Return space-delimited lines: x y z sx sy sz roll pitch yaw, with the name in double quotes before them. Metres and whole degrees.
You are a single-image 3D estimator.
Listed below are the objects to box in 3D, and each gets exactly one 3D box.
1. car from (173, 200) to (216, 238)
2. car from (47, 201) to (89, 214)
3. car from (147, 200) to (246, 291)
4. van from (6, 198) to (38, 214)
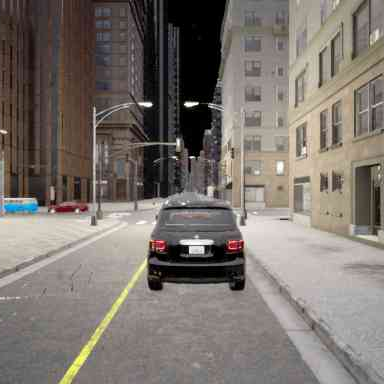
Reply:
"car" 0.121 1.357 18.618 2.097 1.767 4.553 0 0 0
"car" -13.926 1.725 37.508 4.507 1.381 1.887 -1 0 0
"car" 0.113 1.223 9.169 2.150 2.045 5.566 0 0 0
"van" -19.553 1.589 37.536 3.998 1.788 1.690 -1 0 0
